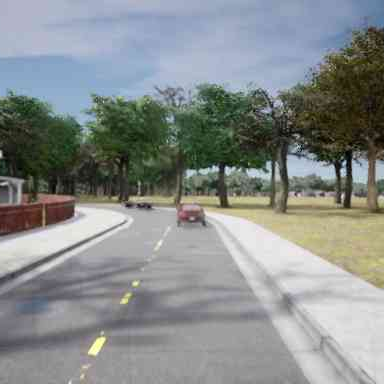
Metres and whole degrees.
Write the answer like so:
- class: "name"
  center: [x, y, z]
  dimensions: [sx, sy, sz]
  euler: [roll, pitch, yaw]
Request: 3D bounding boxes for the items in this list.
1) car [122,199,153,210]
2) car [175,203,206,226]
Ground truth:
- class: "car"
  center: [-6.722, 1.478, 40.246]
  dimensions: [1.895, 1.301, 4.718]
  euler: [1, 0, -39]
- class: "car"
  center: [-0.133, 1.463, 22.659]
  dimensions: [1.812, 1.442, 4.674]
  euler: [0, 0, -4]
